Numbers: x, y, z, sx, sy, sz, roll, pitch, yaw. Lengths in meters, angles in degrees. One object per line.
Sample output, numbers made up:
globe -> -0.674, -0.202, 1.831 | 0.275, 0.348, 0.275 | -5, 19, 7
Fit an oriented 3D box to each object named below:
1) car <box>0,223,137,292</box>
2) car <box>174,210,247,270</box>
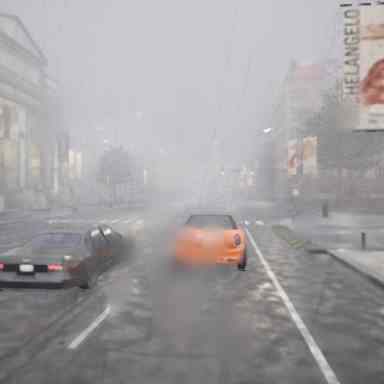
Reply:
car -> -3.046, 1.571, 9.142 | 2.033, 1.411, 5.357 | 0, 0, 6
car -> 0.708, 1.380, 11.346 | 2.097, 1.767, 4.553 | 0, 0, 6
